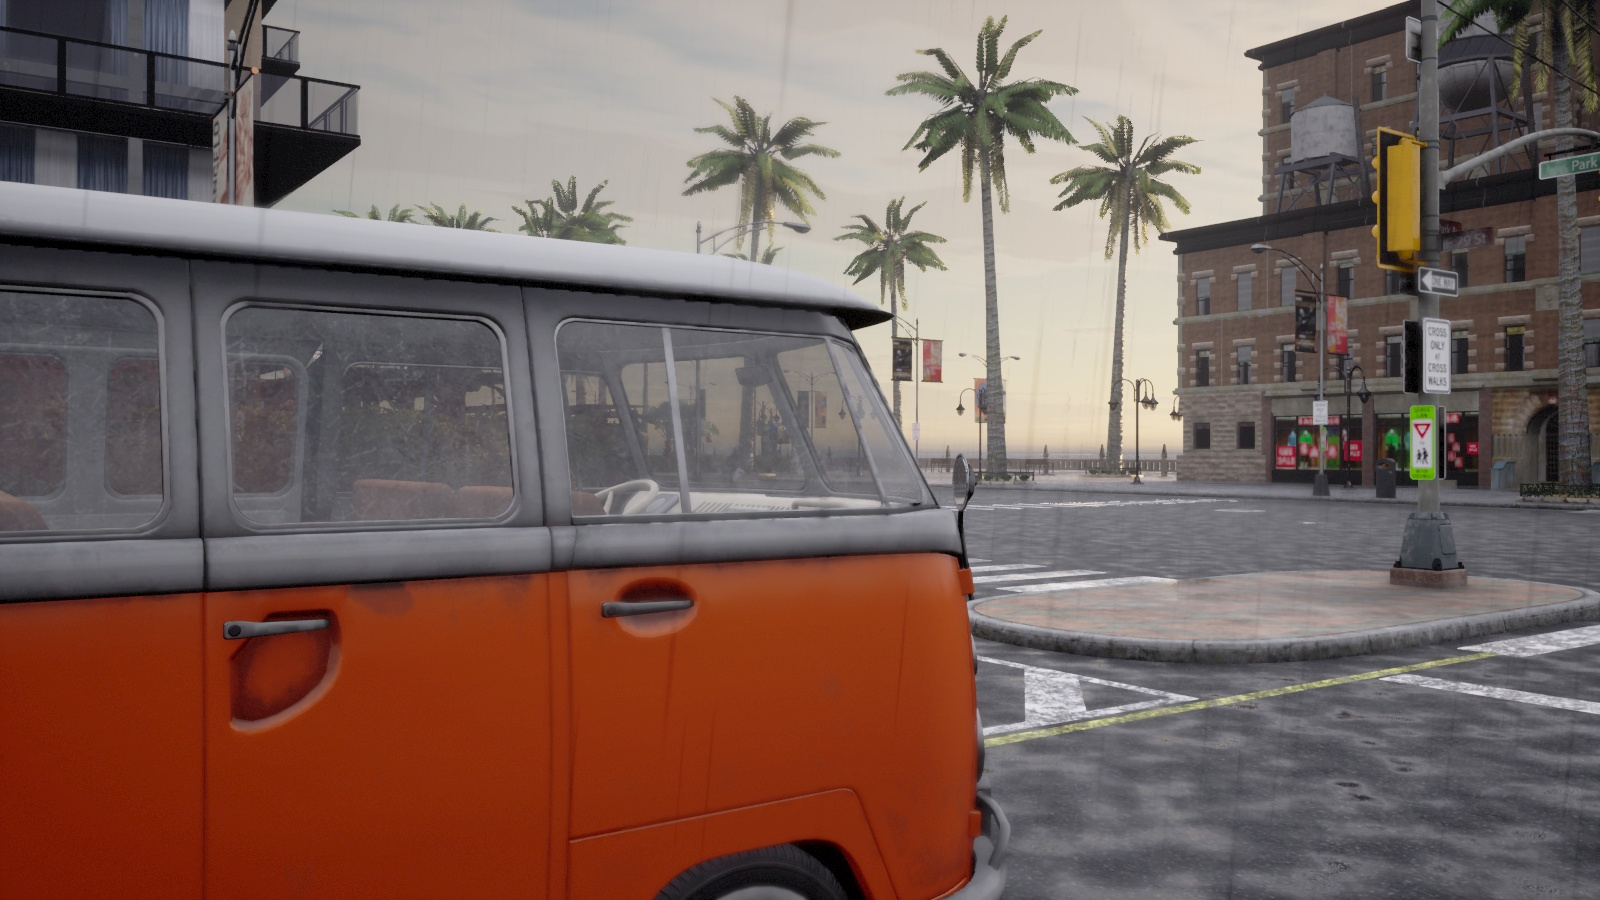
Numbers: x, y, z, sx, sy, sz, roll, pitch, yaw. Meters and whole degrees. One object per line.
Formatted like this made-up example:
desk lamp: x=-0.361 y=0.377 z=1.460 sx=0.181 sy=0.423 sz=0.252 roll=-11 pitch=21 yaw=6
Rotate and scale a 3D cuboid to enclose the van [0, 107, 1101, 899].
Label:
van: x=-1.588 y=0.507 z=2.554 sx=4.442 sy=1.987 sz=1.775 roll=0 pitch=0 yaw=-35
